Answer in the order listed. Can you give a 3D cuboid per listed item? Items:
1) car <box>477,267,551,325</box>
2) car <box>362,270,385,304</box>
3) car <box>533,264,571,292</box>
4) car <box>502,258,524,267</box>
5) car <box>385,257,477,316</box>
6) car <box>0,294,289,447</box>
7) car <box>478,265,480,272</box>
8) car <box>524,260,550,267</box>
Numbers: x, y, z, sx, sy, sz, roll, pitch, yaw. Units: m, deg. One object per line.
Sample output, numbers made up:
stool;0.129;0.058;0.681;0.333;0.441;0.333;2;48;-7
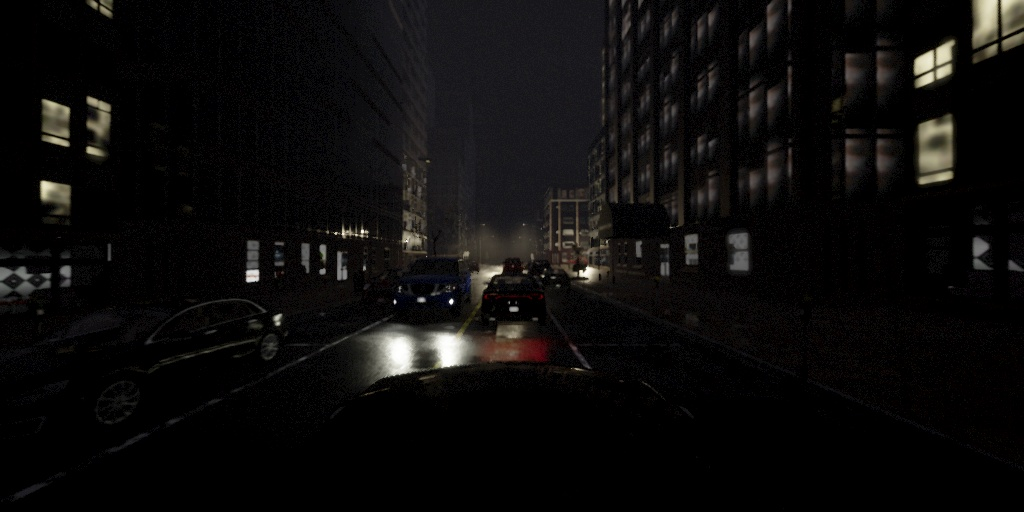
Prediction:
car;0.030;1.291;12.101;1.882;1.535;5.008;0;0;0
car;-5.318;1.280;16.549;1.967;1.591;4.097;0;0;0
car;2.561;1.425;22.110;2.007;1.370;4.403;0;0;0
car;0.092;1.212;40.790;2.150;2.045;5.566;0;0;0
car;-2.852;1.047;14.075;2.150;2.045;5.566;0;0;0
car;-5.316;1.323;5.432;2.007;1.370;4.403;0;0;0
car;-5.325;1.629;49.901;1.802;1.307;4.207;0;0;0
car;2.559;1.258;33.227;2.192;1.841;5.009;0;0;0
